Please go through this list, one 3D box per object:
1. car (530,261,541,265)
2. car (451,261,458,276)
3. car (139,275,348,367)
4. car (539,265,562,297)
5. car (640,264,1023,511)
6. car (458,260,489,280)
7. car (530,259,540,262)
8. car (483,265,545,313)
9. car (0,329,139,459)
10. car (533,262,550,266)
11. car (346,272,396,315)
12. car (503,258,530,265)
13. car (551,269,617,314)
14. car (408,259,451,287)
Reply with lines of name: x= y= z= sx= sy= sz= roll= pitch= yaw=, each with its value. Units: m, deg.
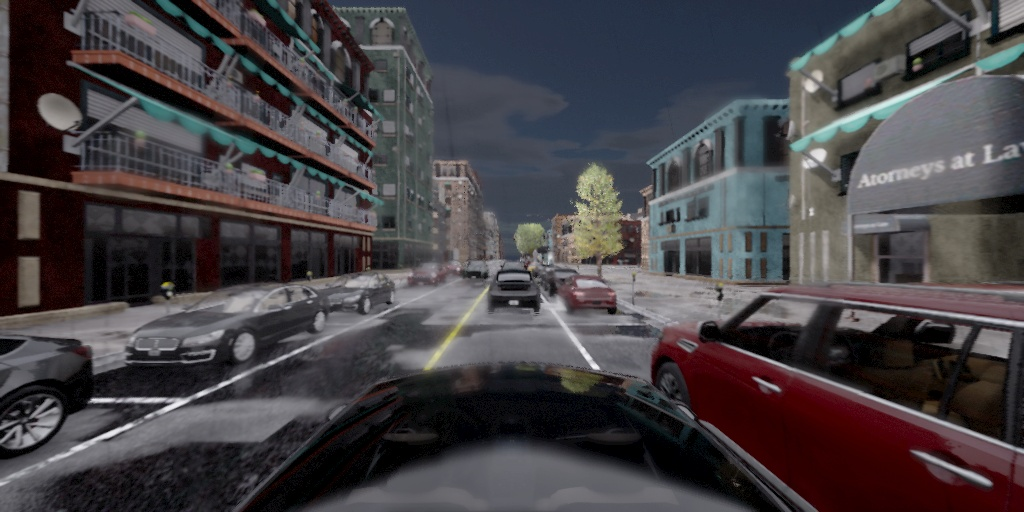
car: x=2.682 y=1.350 z=30.047 sx=1.948 sy=1.339 sz=4.313 roll=0 pitch=0 yaw=0
car: x=-5.700 y=1.233 z=35.585 sx=1.967 sy=1.591 sz=4.097 roll=0 pitch=0 yaw=0
car: x=-5.693 y=1.304 z=7.890 sx=2.007 sy=1.370 sz=4.403 roll=0 pitch=0 yaw=0
car: x=2.685 y=1.332 z=18.969 sx=1.948 sy=1.339 sz=4.313 roll=0 pitch=0 yaw=0
car: x=2.690 y=1.065 z=2.354 sx=2.192 sy=1.841 sz=5.009 roll=0 pitch=0 yaw=0
car: x=-3.107 y=1.139 z=31.475 sx=2.097 sy=1.767 sz=4.553 roll=0 pitch=0 yaw=0
car: x=2.680 y=1.328 z=41.296 sx=1.751 sy=1.417 sz=4.829 roll=0 pitch=0 yaw=0
car: x=0.082 y=1.264 z=13.986 sx=1.837 sy=1.490 sz=4.892 roll=0 pitch=0 yaw=0
car: x=-5.691 y=1.316 z=2.352 sx=1.948 sy=1.339 sz=4.313 roll=0 pitch=0 yaw=0
car: x=2.684 y=1.326 z=24.507 sx=2.007 sy=1.370 sz=4.403 roll=0 pitch=0 yaw=0
car: x=-5.694 y=1.309 z=13.428 sx=2.007 sy=1.370 sz=4.403 roll=0 pitch=0 yaw=0
car: x=0.077 y=1.135 z=28.953 sx=2.097 sy=1.767 sz=4.553 roll=0 pitch=0 yaw=0
car: x=2.687 y=1.341 z=13.430 sx=1.802 sy=1.307 sz=4.207 roll=0 pitch=0 yaw=0
car: x=-5.697 y=1.215 z=24.505 sx=1.967 sy=1.591 sz=4.097 roll=0 pitch=0 yaw=0
